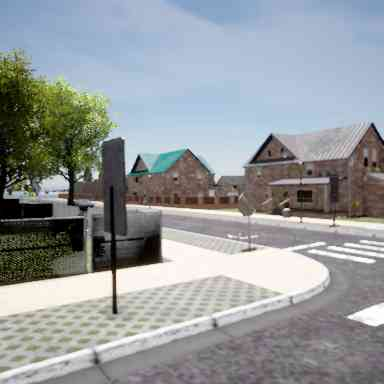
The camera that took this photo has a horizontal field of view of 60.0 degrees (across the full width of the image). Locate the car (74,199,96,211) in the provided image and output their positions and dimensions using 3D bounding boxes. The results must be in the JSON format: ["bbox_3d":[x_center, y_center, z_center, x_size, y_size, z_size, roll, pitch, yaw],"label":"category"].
[{"bbox_3d":[-13.546,1.560,41.116,2.033,1.411,5.357,-2,1,-33],"label":"car"}]
